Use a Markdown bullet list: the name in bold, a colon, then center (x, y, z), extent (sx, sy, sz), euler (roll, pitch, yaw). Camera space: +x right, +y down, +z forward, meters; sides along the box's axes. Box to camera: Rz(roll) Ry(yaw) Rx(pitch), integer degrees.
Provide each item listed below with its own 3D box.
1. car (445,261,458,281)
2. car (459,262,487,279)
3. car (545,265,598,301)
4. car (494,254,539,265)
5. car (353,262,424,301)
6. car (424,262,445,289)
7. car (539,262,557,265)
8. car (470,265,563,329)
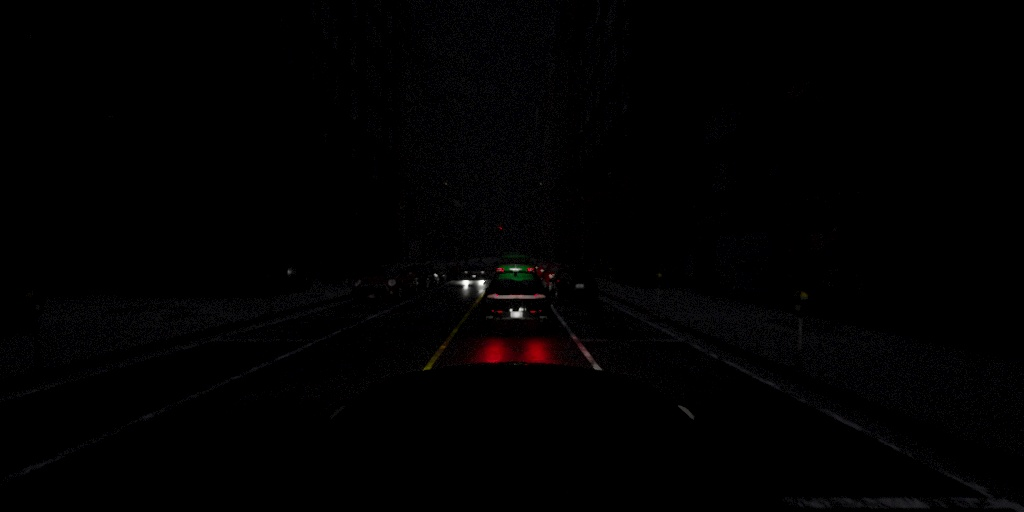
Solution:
- **car**: center (-5.729, 1.199, 27.746), extent (2.007, 1.370, 4.403), euler (0, 0, 0)
- **car**: center (-2.962, 1.185, 30.751), extent (2.033, 1.411, 5.357), euler (0, 0, 0)
- **car**: center (2.781, 1.256, 16.723), extent (1.948, 1.339, 4.313), euler (0, 0, 0)
- **car**: center (0.131, 0.896, 20.931), extent (2.150, 2.045, 5.566), euler (0, 0, -1)
- **car**: center (-5.744, 1.130, 16.735), extent (1.967, 1.591, 4.097), euler (0, 0, 0)
- **car**: center (-5.737, 1.235, 22.241), extent (1.948, 1.339, 4.313), euler (0, 0, 0)
- **car**: center (2.789, 1.215, 22.228), extent (1.888, 1.381, 4.507), euler (0, 0, 0)
- **car**: center (0.112, 1.202, 11.101), extent (2.128, 1.511, 4.902), euler (0, 0, 0)
